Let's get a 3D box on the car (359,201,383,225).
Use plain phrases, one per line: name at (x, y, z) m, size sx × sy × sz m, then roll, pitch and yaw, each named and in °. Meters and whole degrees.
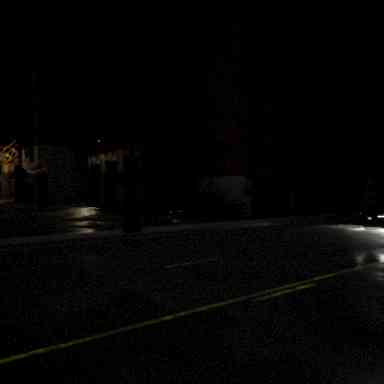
car at (12.816, 1.361, 21.691) m, size 4.892 × 1.490 × 1.837 m, roll 0°, pitch 0°, yaw -35°
